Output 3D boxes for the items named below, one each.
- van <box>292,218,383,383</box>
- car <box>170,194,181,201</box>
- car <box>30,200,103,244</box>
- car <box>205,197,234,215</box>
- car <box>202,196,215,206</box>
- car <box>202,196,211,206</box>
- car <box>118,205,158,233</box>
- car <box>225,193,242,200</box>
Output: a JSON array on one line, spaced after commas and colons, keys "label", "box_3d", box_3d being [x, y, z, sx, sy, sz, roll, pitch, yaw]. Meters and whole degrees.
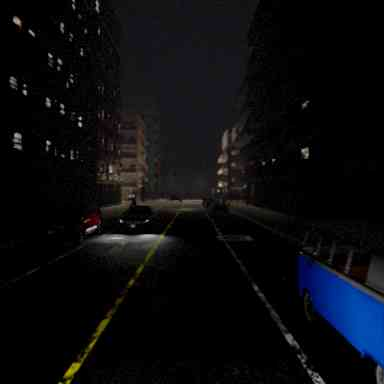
[{"label": "van", "box_3d": [2.677, 1.338, 4.492, 1.690, 1.788, 3.998, -1, 0, 0]}, {"label": "car", "box_3d": [-3.007, 1.116, 61.005, 1.882, 1.535, 5.008, 0, 0, 0]}, {"label": "car", "box_3d": [-5.706, 1.306, 15.864, 2.192, 1.841, 5.009, -1, 0, 0]}, {"label": "car", "box_3d": [2.676, 1.537, 32.914, 2.008, 1.369, 4.403, -1, 0, 0]}, {"label": "car", "box_3d": [2.671, 1.424, 55.654, 1.967, 1.590, 4.097, -1, 0, 0]}, {"label": "car", "box_3d": [2.674, 1.529, 44.285, 1.887, 1.381, 4.507, -1, 0, 0]}, {"label": "car", "box_3d": [-3.103, 1.515, 19.826, 1.812, 1.442, 4.674, 0, 0, 0]}, {"label": "car", "box_3d": [9.793, 1.120, 71.197, 5.566, 2.045, 2.150, -1, 1, 0]}]
